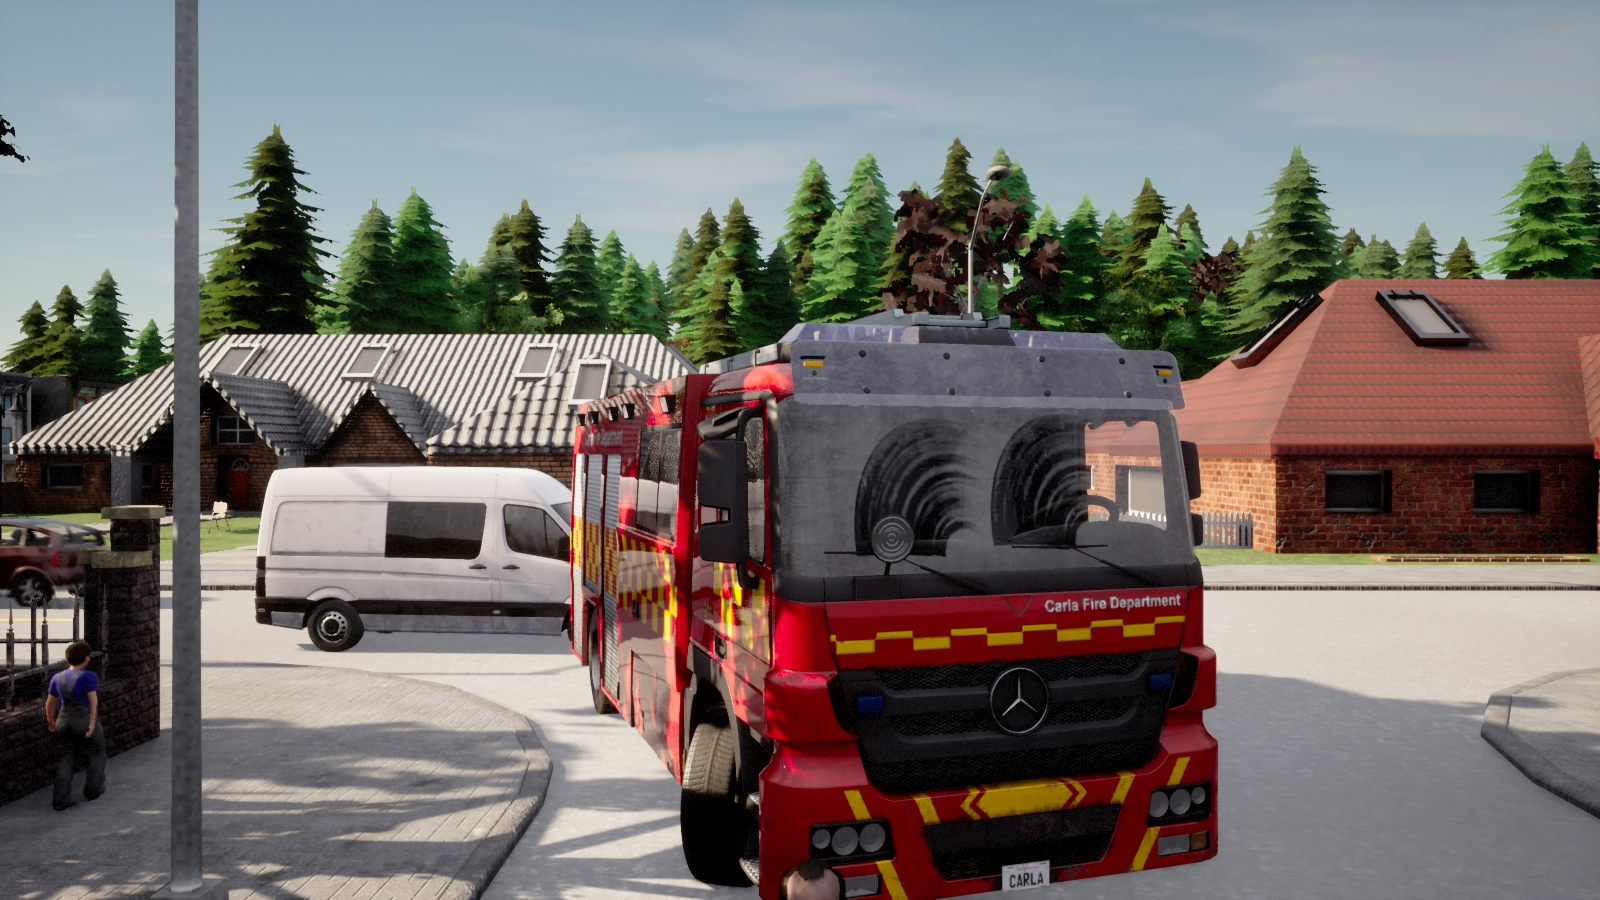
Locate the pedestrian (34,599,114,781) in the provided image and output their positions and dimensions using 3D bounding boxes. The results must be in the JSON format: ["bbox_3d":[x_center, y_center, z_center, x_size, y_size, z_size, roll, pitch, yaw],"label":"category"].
[{"bbox_3d":[-5.495,1.806,8.662,0.375,1.300,0.375,0,0,-3],"label":"pedestrian"}]

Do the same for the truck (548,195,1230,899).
[{"bbox_3d":[-0.279,0.670,10.050,2.891,3.827,8.468,0,0,-19],"label":"truck"}]

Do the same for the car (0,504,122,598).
[{"bbox_3d":[-14.786,1.806,20.887,3.705,1.549,1.789,0,0,0],"label":"car"}]

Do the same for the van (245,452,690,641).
[{"bbox_3d":[-4.701,1.314,16.673,5.915,2.561,1.988,0,0,4],"label":"van"}]
